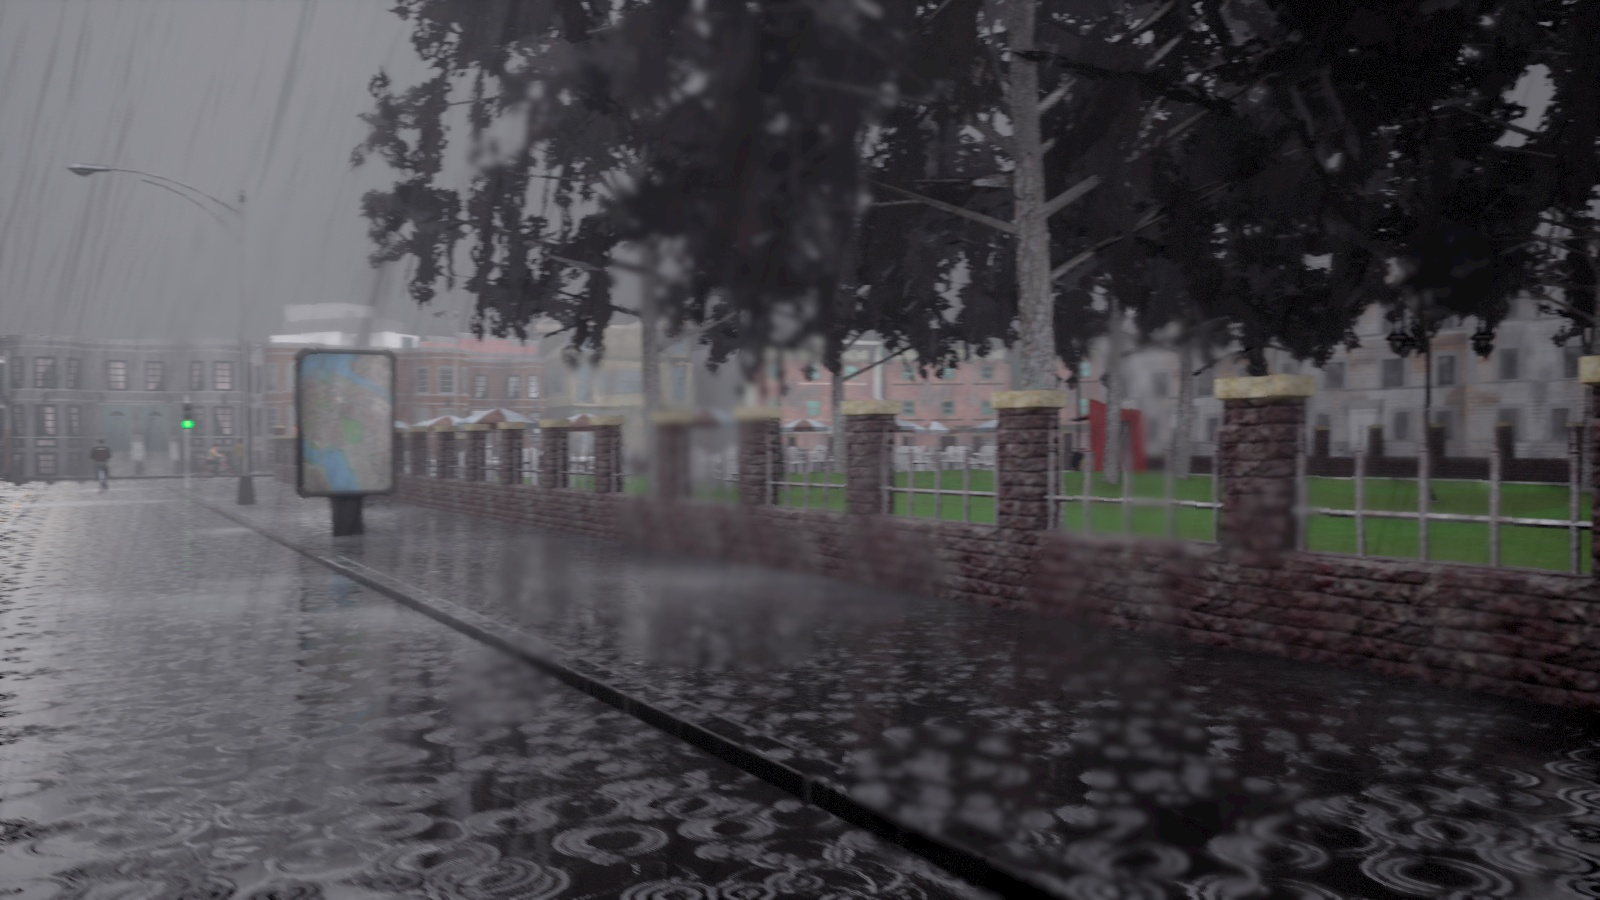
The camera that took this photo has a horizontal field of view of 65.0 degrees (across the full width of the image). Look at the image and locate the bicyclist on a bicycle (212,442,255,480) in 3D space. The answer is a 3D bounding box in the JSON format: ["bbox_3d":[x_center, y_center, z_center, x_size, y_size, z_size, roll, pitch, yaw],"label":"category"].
[{"bbox_3d":[-24.463,0.468,54.243,1.509,1.612,0.866,-1,2,-39],"label":"bicyclist on a bicycle"}]

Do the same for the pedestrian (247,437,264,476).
[{"bbox_3d":[-25.667,0.299,59.151,0.709,1.840,0.431,0,0,38],"label":"pedestrian"}]
